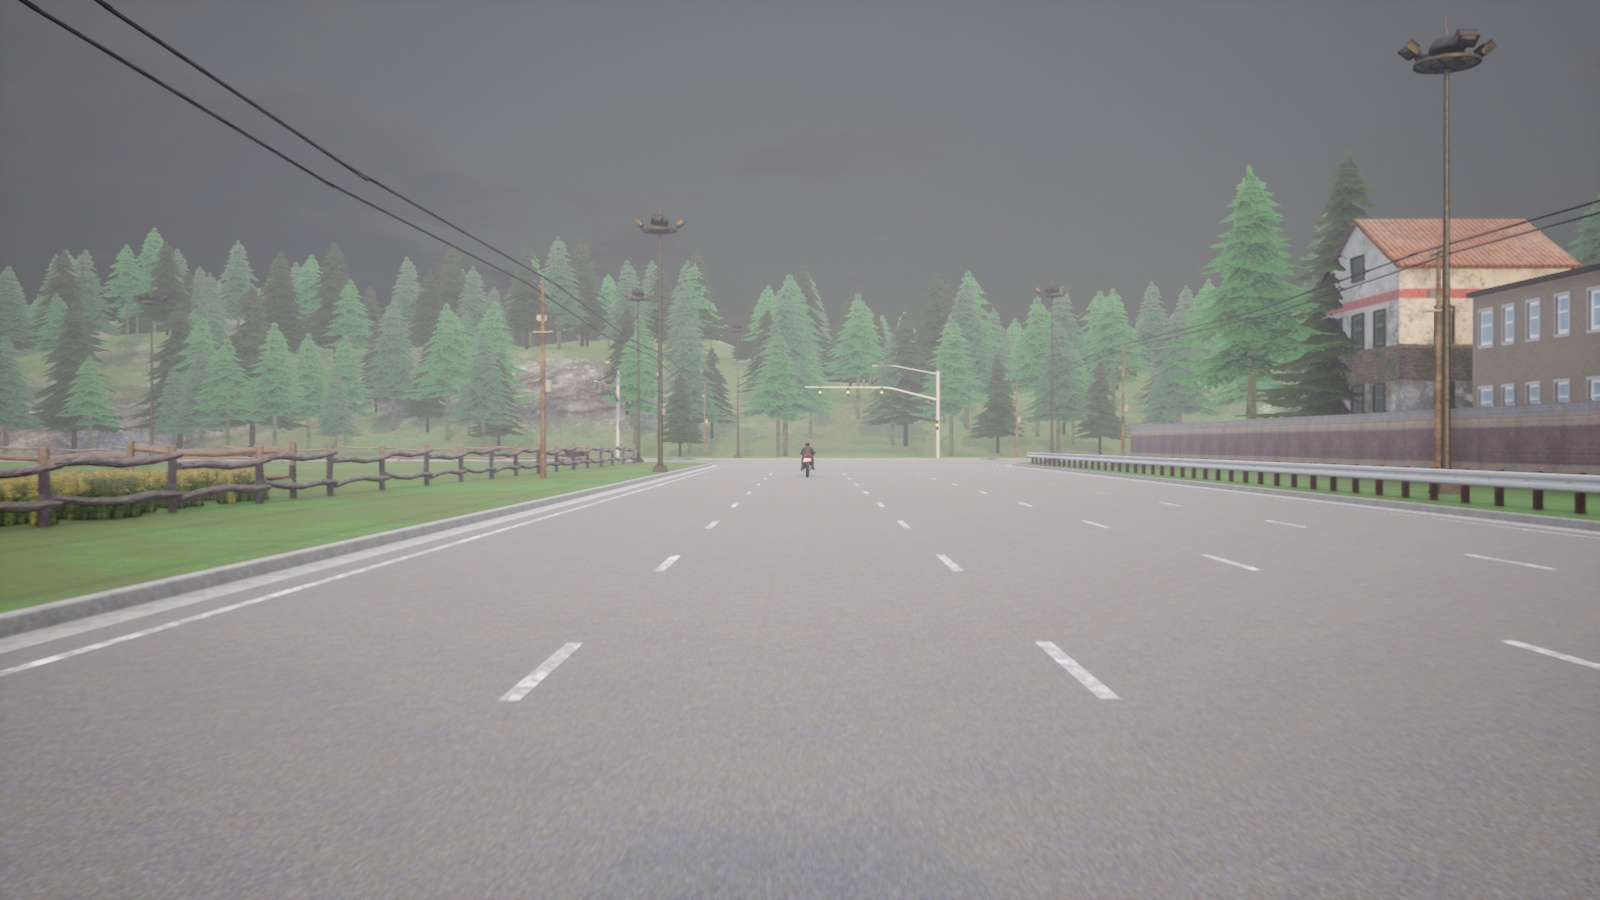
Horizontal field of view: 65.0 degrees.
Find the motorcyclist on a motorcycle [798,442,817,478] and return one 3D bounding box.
[{"bbox_3d":[0.326,0.422,54.513,0.797,1.523,2.044,0,0,0],"label":"motorcyclist on a motorcycle"}]
